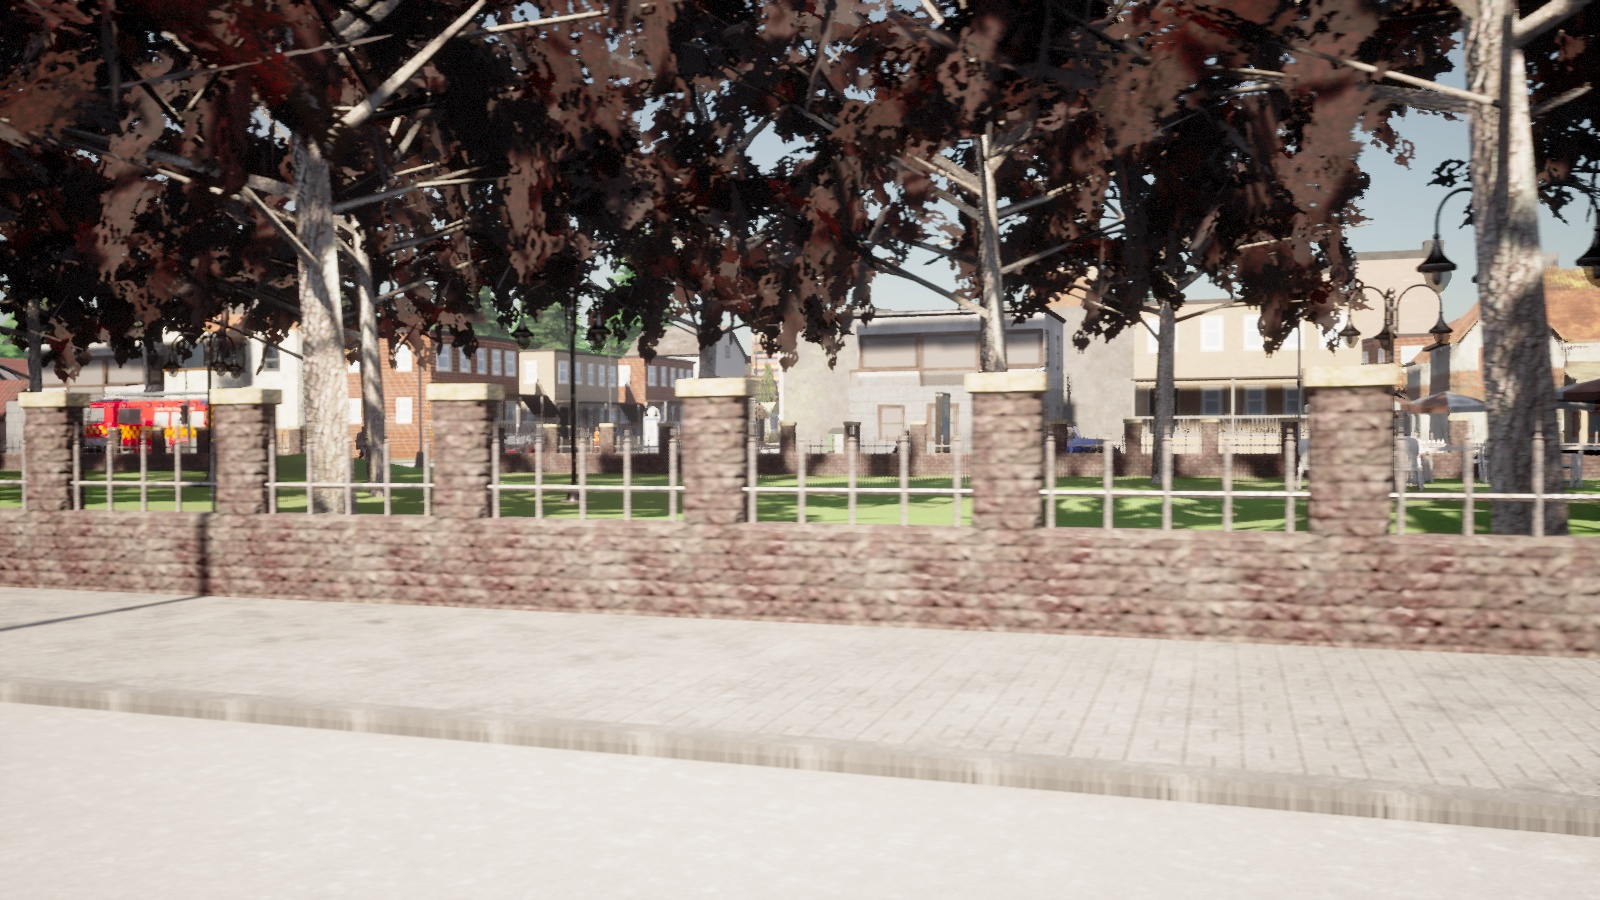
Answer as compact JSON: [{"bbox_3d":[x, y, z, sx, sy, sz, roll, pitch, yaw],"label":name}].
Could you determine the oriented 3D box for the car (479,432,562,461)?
[{"bbox_3d":[-15.076,-0.213,68.022,2.163,1.488,4.792,0,1,19],"label":"car"}]

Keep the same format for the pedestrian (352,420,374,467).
[{"bbox_3d":[-18.080,-0.264,51.946,0.788,1.949,0.423,0,1,18],"label":"pedestrian"}]

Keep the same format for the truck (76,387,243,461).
[{"bbox_3d":[-34.295,-1.385,67.279,8.468,3.827,2.891,0,1,19],"label":"truck"}]

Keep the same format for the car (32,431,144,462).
[{"bbox_3d":[-36.040,-0.211,63.593,4.902,1.511,2.128,0,1,16],"label":"car"}]

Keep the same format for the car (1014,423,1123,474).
[{"bbox_3d":[10.288,-0.090,48.015,3.866,1.878,1.905,0,1,19],"label":"car"}]
